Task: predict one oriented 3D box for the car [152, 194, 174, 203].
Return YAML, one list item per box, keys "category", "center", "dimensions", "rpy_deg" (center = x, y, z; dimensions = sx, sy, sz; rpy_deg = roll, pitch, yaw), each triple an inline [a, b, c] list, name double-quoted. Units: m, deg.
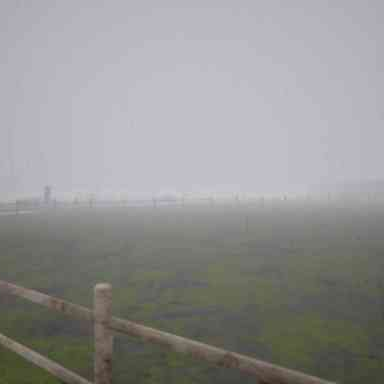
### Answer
- category: "car"
  center: [-5.573, 1.223, 64.083]
  dimensions: [2.097, 1.767, 4.553]
  rpy_deg: [0, 1, 36]
